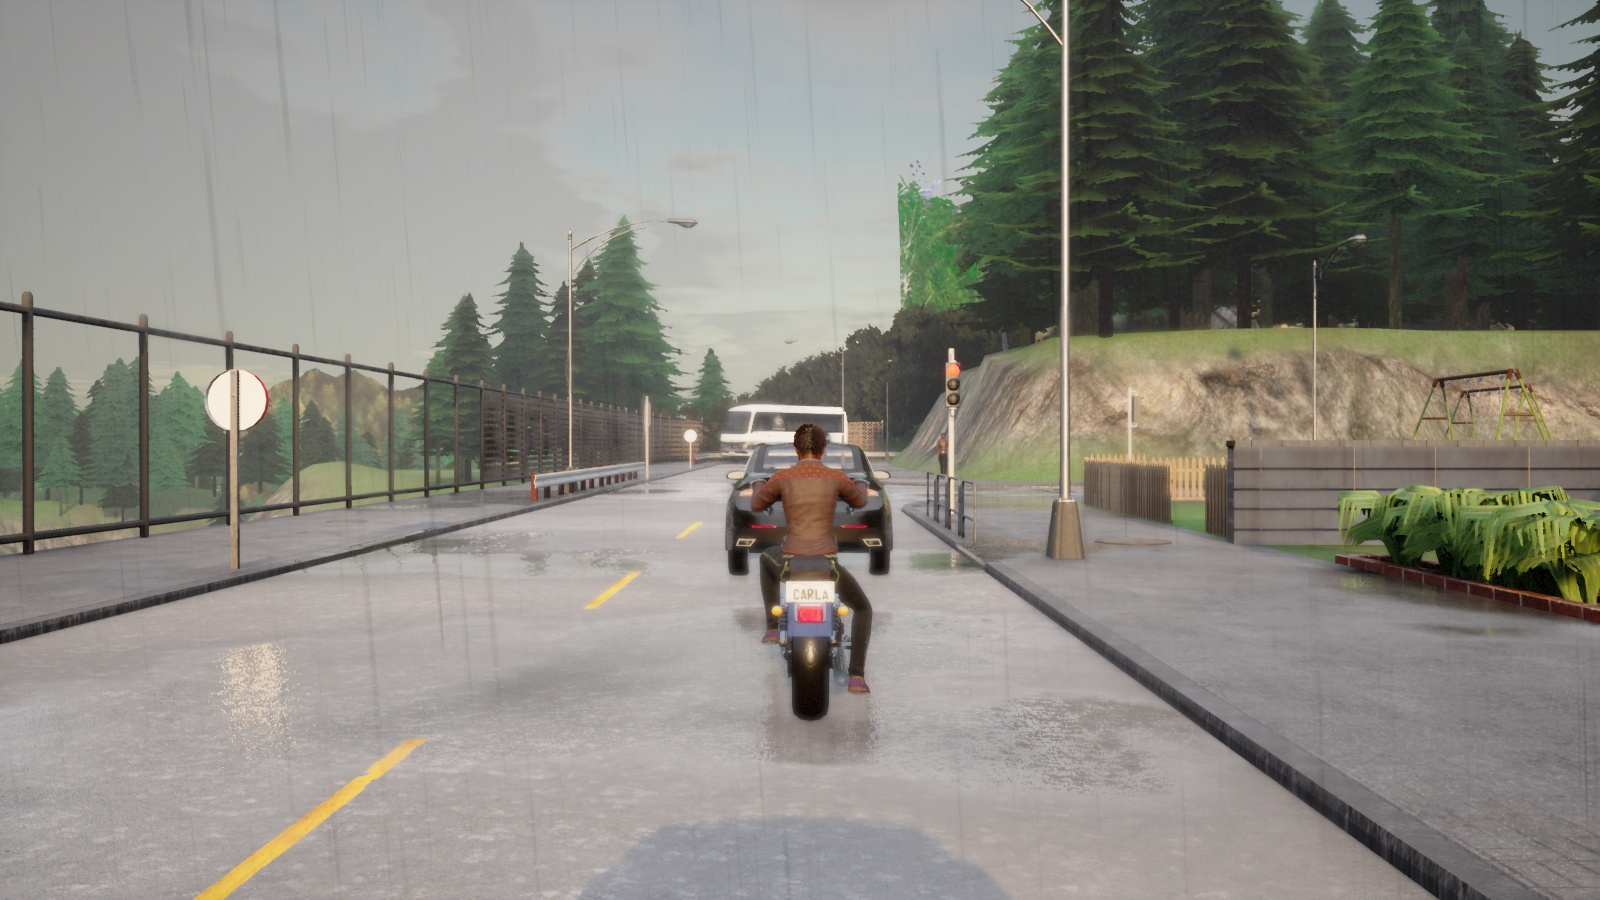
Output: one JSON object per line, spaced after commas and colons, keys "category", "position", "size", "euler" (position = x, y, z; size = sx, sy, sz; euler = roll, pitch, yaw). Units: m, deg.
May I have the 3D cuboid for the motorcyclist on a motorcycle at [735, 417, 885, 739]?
{"category": "motorcyclist on a motorcycle", "position": [0.059, 0.654, 7.610], "size": [0.766, 1.649, 2.350], "euler": [0, 0, 0]}

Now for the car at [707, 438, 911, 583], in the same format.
{"category": "car", "position": [0.106, 0.615, 15.564], "size": [2.128, 1.511, 4.902], "euler": [0, 0, 0]}

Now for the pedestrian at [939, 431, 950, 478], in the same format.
{"category": "pedestrian", "position": [5.580, 0.186, 48.651], "size": [0.328, 1.805, 0.869], "euler": [0, 0, 0]}

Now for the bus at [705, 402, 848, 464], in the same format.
{"category": "bus", "position": [-1.613, -1.182, 92.285], "size": [10.273, 4.253, 3.944], "euler": [1, 1, -42]}
